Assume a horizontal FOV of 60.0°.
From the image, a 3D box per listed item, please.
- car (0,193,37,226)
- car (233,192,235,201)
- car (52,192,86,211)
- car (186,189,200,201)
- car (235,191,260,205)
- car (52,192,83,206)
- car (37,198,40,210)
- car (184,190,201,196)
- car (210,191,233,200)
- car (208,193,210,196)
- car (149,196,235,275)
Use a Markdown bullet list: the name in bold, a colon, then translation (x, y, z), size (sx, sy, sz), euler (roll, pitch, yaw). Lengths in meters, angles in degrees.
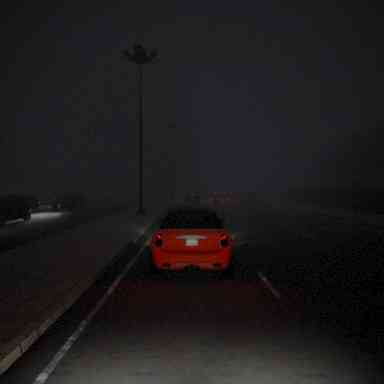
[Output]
- **car**: translation (-11.592, 0.984, 19.943), size (2.097, 1.767, 4.553), euler (0, 1, 0)
- **car**: translation (7.123, 0.608, 51.250), size (2.033, 1.411, 5.357), euler (0, 1, 0)
- **car**: translation (-11.572, 0.911, 31.509), size (2.128, 1.511, 4.902), euler (0, 1, 1)
- **car**: translation (0.123, 0.412, 51.254), size (2.097, 1.767, 4.553), euler (0, 1, 0)
- **car**: translation (7.063, 0.595, 41.297), size (2.097, 1.767, 4.553), euler (0, 1, 0)
- **car**: translation (-14.989, 0.762, 40.305), size (1.837, 1.490, 4.892), euler (0, 2, 1)
- **car**: translation (-15.080, 0.957, 29.057), size (2.128, 1.511, 4.902), euler (0, 1, 0)
- **car**: translation (0.061, 0.742, 40.872), size (2.128, 1.511, 4.902), euler (0, 1, 0)
- **car**: translation (3.561, 0.849, 40.966), size (1.895, 1.301, 4.718), euler (0, 1, 0)
- **car**: translation (3.623, 0.552, 51.267), size (2.128, 1.511, 4.902), euler (0, 1, 0)
- **car**: translation (-0.005, 1.167, 9.969), size (2.097, 1.767, 4.553), euler (0, 1, 0)
